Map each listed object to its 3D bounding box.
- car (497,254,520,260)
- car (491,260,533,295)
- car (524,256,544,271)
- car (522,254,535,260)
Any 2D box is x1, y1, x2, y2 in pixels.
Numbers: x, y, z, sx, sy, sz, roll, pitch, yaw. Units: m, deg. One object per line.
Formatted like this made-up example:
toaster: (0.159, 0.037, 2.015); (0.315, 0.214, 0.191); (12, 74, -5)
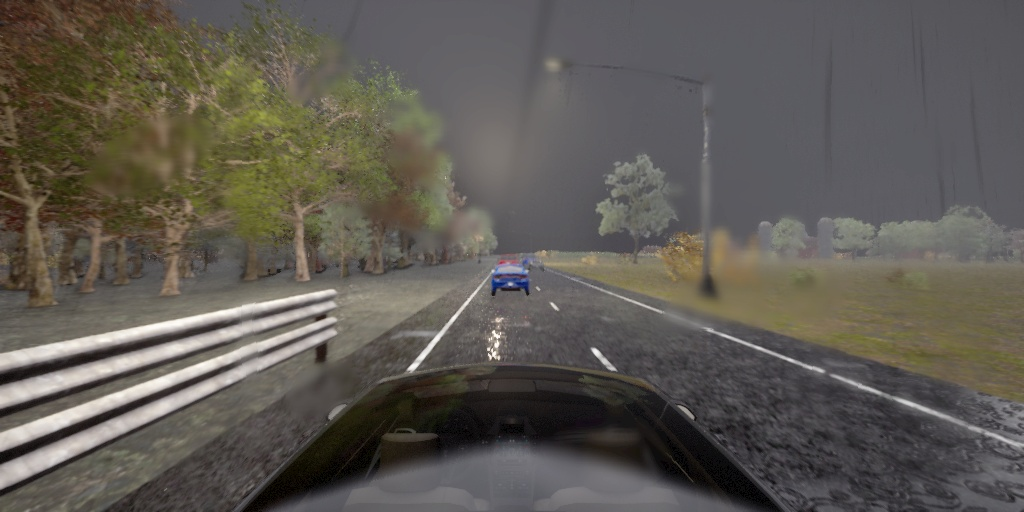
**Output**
car: (-0.353, 0.825, 37.841); (2.150, 2.045, 5.566); (0, 1, -1)
car: (-0.098, 1.158, 19.373); (1.882, 1.535, 5.008); (0, 0, -1)
car: (2.956, 1.048, 44.830); (2.128, 1.511, 4.902); (0, 0, -1)
car: (2.792, 0.714, 57.979); (2.150, 2.045, 5.566); (0, 0, 0)
